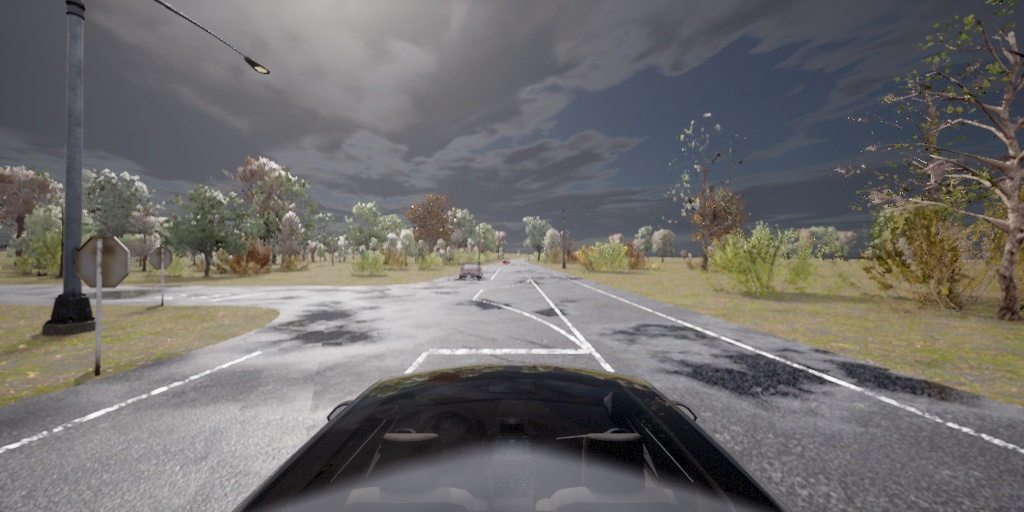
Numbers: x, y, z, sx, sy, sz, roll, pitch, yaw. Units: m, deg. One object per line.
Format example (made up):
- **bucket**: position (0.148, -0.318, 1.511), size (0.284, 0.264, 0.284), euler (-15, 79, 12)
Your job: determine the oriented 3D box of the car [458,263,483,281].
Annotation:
- **car**: position (-3.607, 1.395, 32.091), size (1.812, 1.442, 4.674), euler (0, 0, 0)
